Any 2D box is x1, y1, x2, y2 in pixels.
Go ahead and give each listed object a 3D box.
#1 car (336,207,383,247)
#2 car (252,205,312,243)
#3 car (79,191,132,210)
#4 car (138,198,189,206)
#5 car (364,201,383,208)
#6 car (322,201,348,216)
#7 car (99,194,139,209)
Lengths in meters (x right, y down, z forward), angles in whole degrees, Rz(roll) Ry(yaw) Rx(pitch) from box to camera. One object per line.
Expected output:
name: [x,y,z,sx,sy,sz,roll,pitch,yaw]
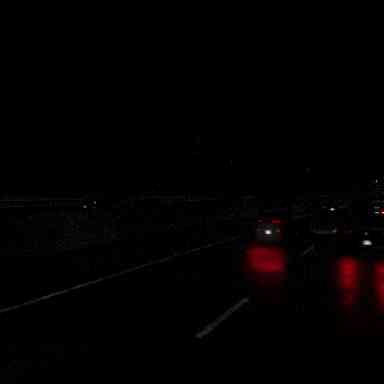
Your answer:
car: [7.297,1.505,13.642,1.895,1.301,4.718,1,0,30]
car: [4.285,1.365,15.421,1.837,1.490,4.892,1,0,30]
car: [-7.572,0.903,30.240,2.150,2.045,5.566,1,0,30]
car: [-1.751,1.242,26.332,1.882,1.535,5.008,1,0,30]
car: [16.311,1.520,29.166,1.837,1.490,4.892,1,0,30]
car: [13.495,1.538,31.288,1.994,1.385,4.181,1,0,30]
car: [-5.003,1.196,27.720,1.882,1.535,5.008,1,0,30]
